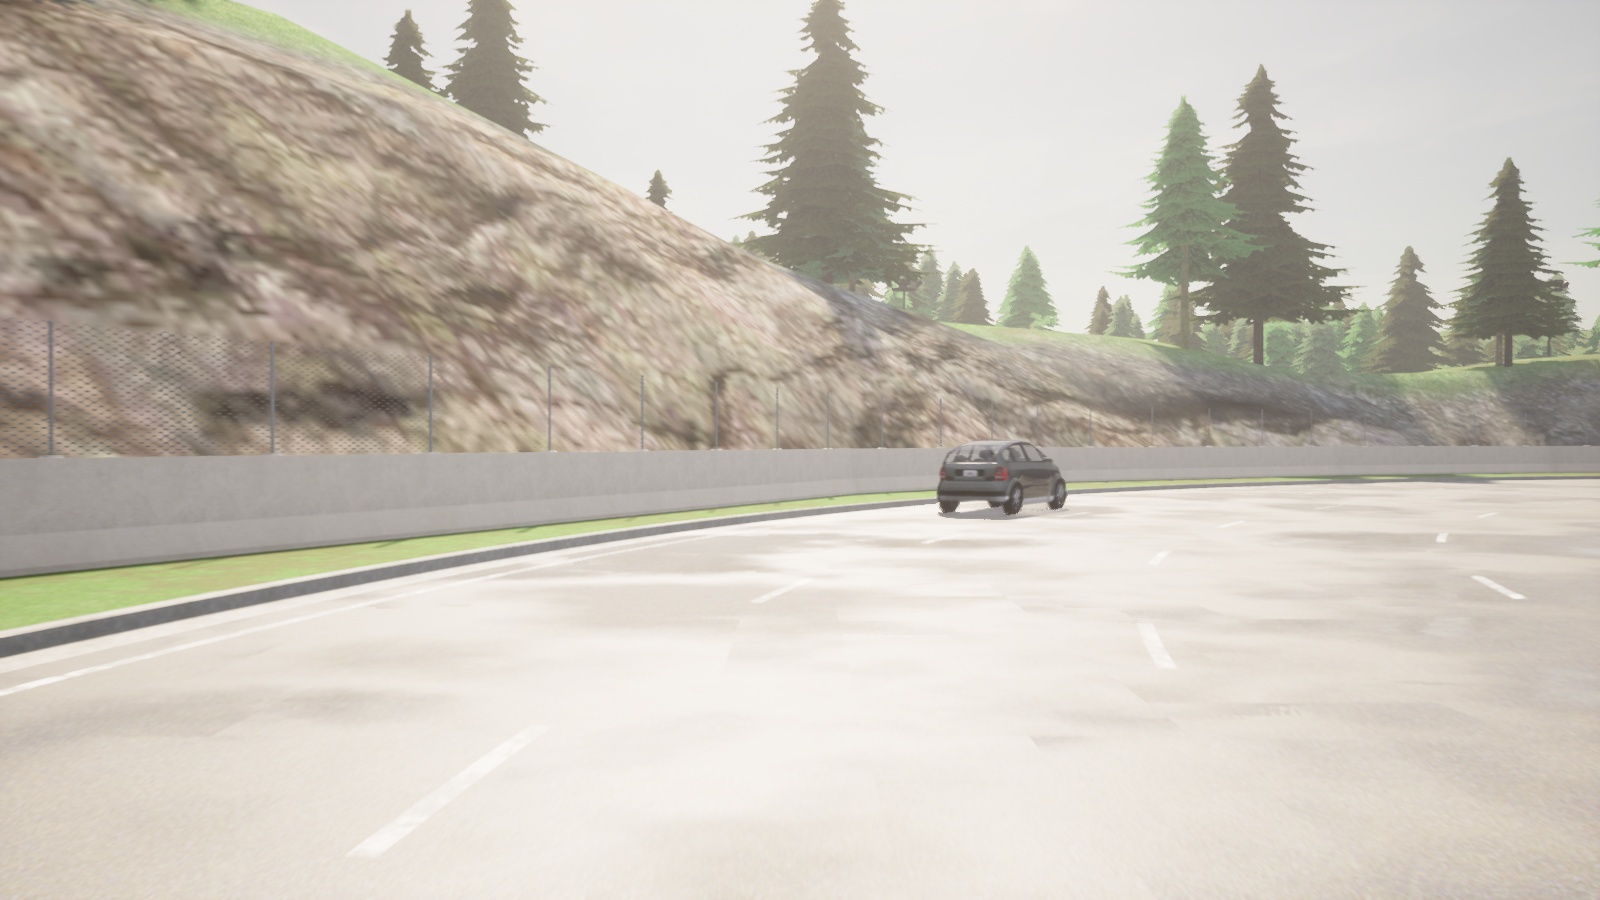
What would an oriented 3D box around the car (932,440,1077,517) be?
[{"bbox_3d":[4.510,0.575,27.319,1.789,1.549,3.705,0,0,33],"label":"car"}]
